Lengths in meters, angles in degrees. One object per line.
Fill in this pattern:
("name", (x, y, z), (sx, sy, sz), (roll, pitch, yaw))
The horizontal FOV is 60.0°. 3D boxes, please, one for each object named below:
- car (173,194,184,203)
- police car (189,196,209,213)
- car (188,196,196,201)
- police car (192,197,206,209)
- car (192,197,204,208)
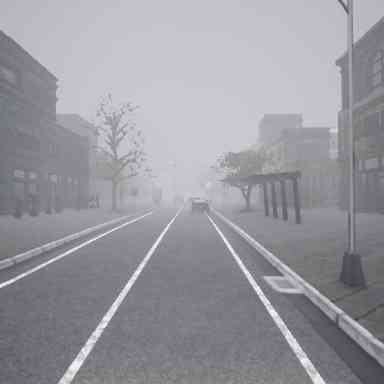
("car", (-3.000, 1.464, 75.894), (2.150, 2.045, 5.566), (0, 0, 0))
("police car", (0.900, 1.500, 38.505), (1.930, 1.638, 5.238), (0, 0, 0))
("car", (0.000, 1.739, 90.063), (2.033, 1.411, 5.357), (0, 0, 0))
("police car", (0.899, 1.583, 48.505), (1.930, 1.638, 5.238), (0, 0, 0))
("car", (0.900, 1.685, 54.395), (1.882, 1.535, 5.008), (0, 0, 0))
